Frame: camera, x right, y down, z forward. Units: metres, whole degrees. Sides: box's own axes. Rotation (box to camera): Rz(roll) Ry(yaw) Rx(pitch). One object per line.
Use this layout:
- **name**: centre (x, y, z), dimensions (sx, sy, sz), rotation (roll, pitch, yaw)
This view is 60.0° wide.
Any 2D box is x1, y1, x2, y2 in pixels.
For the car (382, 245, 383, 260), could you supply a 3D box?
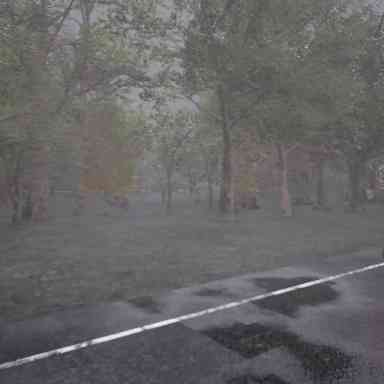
- **car**: centre (7.346, 1.185, 8.993), dimensions (5.566, 2.045, 2.150), rotation (0, 0, -36)
